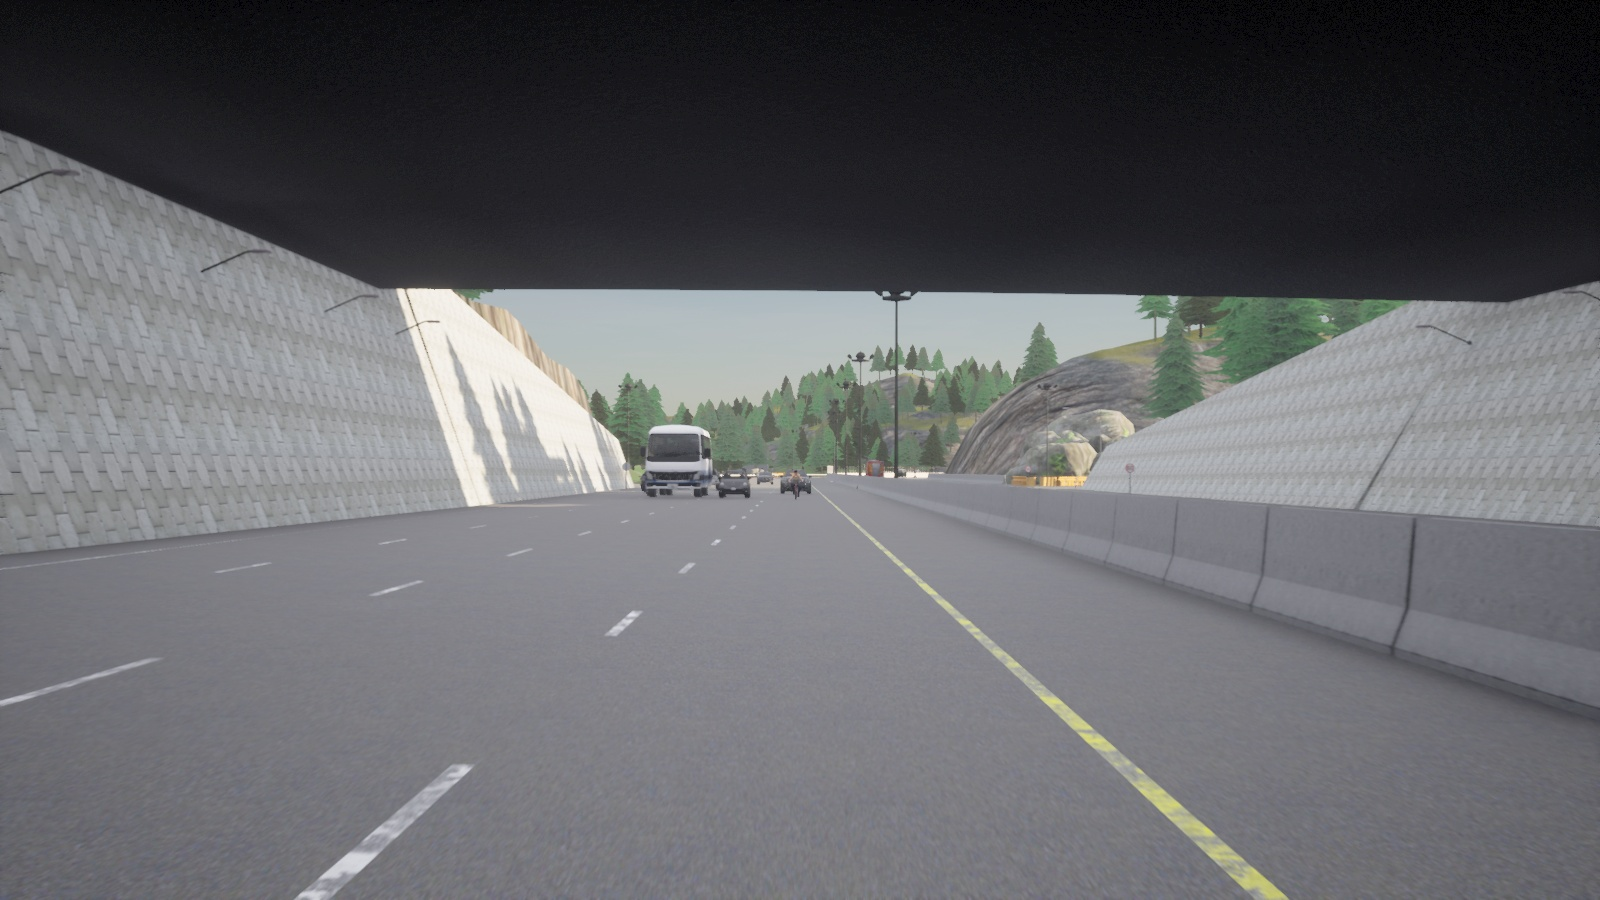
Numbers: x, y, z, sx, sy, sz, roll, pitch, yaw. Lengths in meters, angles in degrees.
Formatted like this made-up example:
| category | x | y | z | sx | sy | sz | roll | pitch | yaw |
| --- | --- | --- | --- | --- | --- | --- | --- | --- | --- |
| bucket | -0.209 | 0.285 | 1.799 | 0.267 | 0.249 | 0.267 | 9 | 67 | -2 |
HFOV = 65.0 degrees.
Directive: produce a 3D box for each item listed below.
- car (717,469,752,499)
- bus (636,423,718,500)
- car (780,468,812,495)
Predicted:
| category | x | y | z | sx | sy | sz | roll | pitch | yaw |
| --- | --- | --- | --- | --- | --- | --- | --- | --- | --- |
| car | -3.720 | 1.933 | 71.984 | 1.851 | 1.617 | 3.988 | 0 | -1 | 0 |
| bus | -7.237 | 0.732 | 75.576 | 3.944 | 4.253 | 10.273 | 0 | -1 | 0 |
| car | -0.268 | 2.106 | 85.549 | 2.097 | 1.767 | 4.553 | 0 | -1 | 0 |
